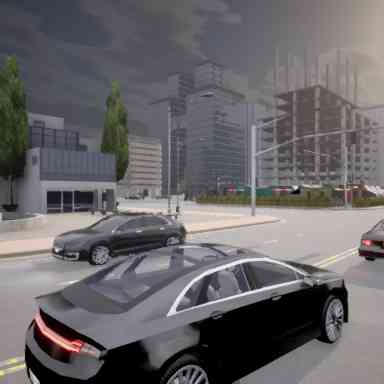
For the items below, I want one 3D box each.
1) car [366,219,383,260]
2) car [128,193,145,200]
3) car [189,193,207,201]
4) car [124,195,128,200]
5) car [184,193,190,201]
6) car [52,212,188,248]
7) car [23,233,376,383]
[{"bbox_3d":[7.324,1.547,11.326,2.033,1.411,5.357,0,0,43],"label":"car"},{"bbox_3d":[-14.426,1.156,90.016,1.905,1.878,3.866,0,0,43],"label":"car"},{"bbox_3d":[1.916,1.395,74.523,1.970,1.475,3.806,0,0,43],"label":"car"},{"bbox_3d":[-16.487,1.153,92.049,1.932,1.855,4.605,0,0,43],"label":"car"},{"bbox_3d":[-0.175,1.156,76.525,1.905,1.878,3.866,0,0,43],"label":"car"},{"bbox_3d":[-2.311,1.505,11.671,4.892,1.490,1.837,0,0,-44],"label":"car"},{"bbox_3d":[0.401,1.492,4.617,4.902,1.511,2.128,0,0,-41],"label":"car"}]
